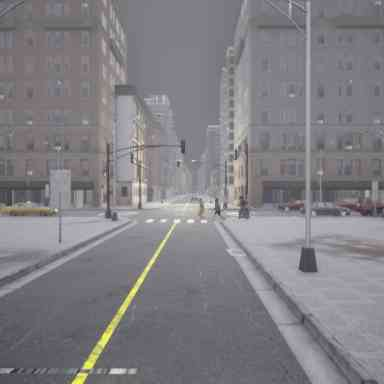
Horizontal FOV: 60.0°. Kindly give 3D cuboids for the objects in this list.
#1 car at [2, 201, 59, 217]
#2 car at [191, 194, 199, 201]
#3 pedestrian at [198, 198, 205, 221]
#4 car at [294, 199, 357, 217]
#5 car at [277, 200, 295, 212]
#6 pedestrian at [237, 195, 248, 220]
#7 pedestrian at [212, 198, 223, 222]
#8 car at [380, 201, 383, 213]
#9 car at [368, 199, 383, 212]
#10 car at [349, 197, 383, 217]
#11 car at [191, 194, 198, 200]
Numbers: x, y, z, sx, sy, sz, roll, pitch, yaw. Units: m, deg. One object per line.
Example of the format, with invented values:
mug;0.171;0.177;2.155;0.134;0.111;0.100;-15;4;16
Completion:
car;-14.666;1.540;30.344;4.829;1.417;1.752;0;0;1
car;0.657;1.534;80.514;1.812;1.442;4.674;0;0;0
pedestrian;0.706;1.291;25.007;0.375;1.860;0.375;0;0;0
car;12.009;1.572;30.104;4.403;1.369;2.008;0;0;1
car;12.082;1.527;38.128;4.507;1.381;1.887;0;0;1
pedestrian;3.670;1.140;24.383;0.375;1.860;0.375;0;0;0
pedestrian;1.826;1.290;23.799;0.375;1.860;0.375;0;0;0
car;22.950;1.598;35.491;4.718;1.301;1.895;0;0;1
car;22.900;1.536;38.031;4.403;1.369;2.008;0;0;1
car;17.418;1.338;30.054;5.009;1.841;2.192;0;0;1
car;0.738;1.381;90.518;1.812;1.442;4.674;0;0;0
